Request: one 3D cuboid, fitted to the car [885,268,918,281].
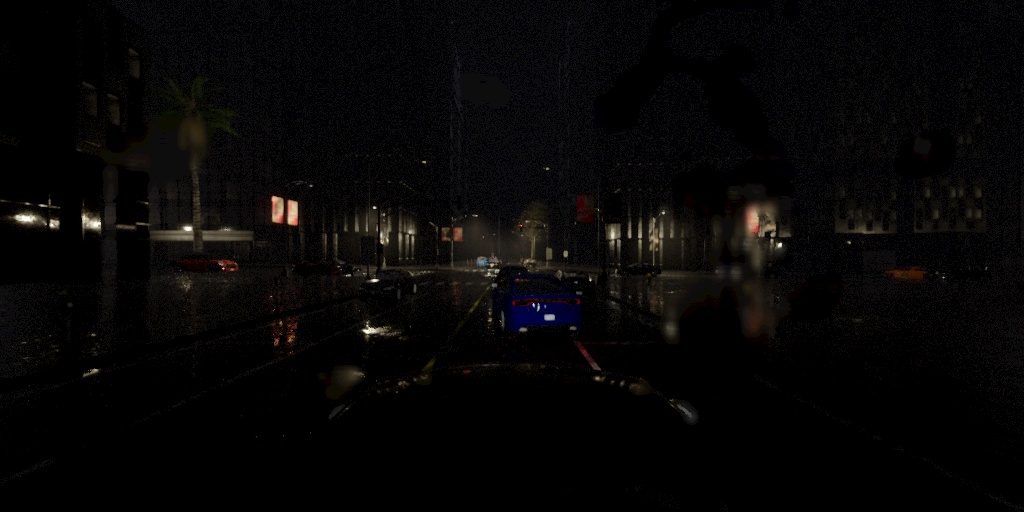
[{"bbox_3d":[46.920,2.153,42.143,5.008,1.535,1.882,1,0,1],"label":"car"}]

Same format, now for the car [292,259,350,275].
[{"bbox_3d":[-17.489,1.027,32.513,4.181,1.385,1.994,1,0,0],"label":"car"}]

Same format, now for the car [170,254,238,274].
[{"bbox_3d":[-27.640,0.637,32.555,4.553,1.767,2.097,1,0,0],"label":"car"}]

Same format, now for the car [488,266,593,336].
[{"bbox_3d":[0.491,1.228,10.510,1.882,1.535,5.008,0,0,-8],"label":"car"}]

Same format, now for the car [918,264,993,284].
[{"bbox_3d":[48.341,1.922,38.876,5.566,2.045,2.150,1,0,0],"label":"car"}]

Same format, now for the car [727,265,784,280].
[{"bbox_3d":[26.796,1.776,39.044,4.902,1.511,2.128,1,0,0],"label":"car"}]

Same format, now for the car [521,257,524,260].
[{"bbox_3d":[3.040,1.297,64.841,1.751,1.417,4.829,0,0,1],"label":"car"}]

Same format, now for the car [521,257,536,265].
[{"bbox_3d":[2.985,1.319,59.159,2.007,1.370,4.403,0,0,1],"label":"car"}]

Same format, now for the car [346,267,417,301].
[{"bbox_3d":[-5.754,1.302,16.984,2.007,1.370,4.403,0,0,0],"label":"car"}]

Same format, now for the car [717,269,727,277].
[{"bbox_3d":[26.754,1.816,42.295,4.674,1.442,1.812,1,0,0],"label":"car"}]

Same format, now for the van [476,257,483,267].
[{"bbox_3d":[-5.486,1.112,64.752,1.690,1.789,3.998,0,0,1],"label":"van"}]

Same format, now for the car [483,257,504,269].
[{"bbox_3d":[-2.876,1.259,56.348,2.128,1.511,4.902,0,0,2],"label":"car"}]

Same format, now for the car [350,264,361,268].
[{"bbox_3d":[-17.966,1.008,35.765,5.357,1.411,2.033,1,0,0],"label":"car"}]

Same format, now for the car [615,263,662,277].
[{"bbox_3d":[13.767,1.532,39.080,4.902,1.511,2.128,1,0,-1],"label":"car"}]

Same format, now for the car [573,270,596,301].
[{"bbox_3d":[2.772,1.303,16.976,2.007,1.370,4.403,0,0,0],"label":"car"}]

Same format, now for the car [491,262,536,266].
[{"bbox_3d":[0.077,1.257,18.185,1.837,1.490,4.892,0,0,0],"label":"car"}]
